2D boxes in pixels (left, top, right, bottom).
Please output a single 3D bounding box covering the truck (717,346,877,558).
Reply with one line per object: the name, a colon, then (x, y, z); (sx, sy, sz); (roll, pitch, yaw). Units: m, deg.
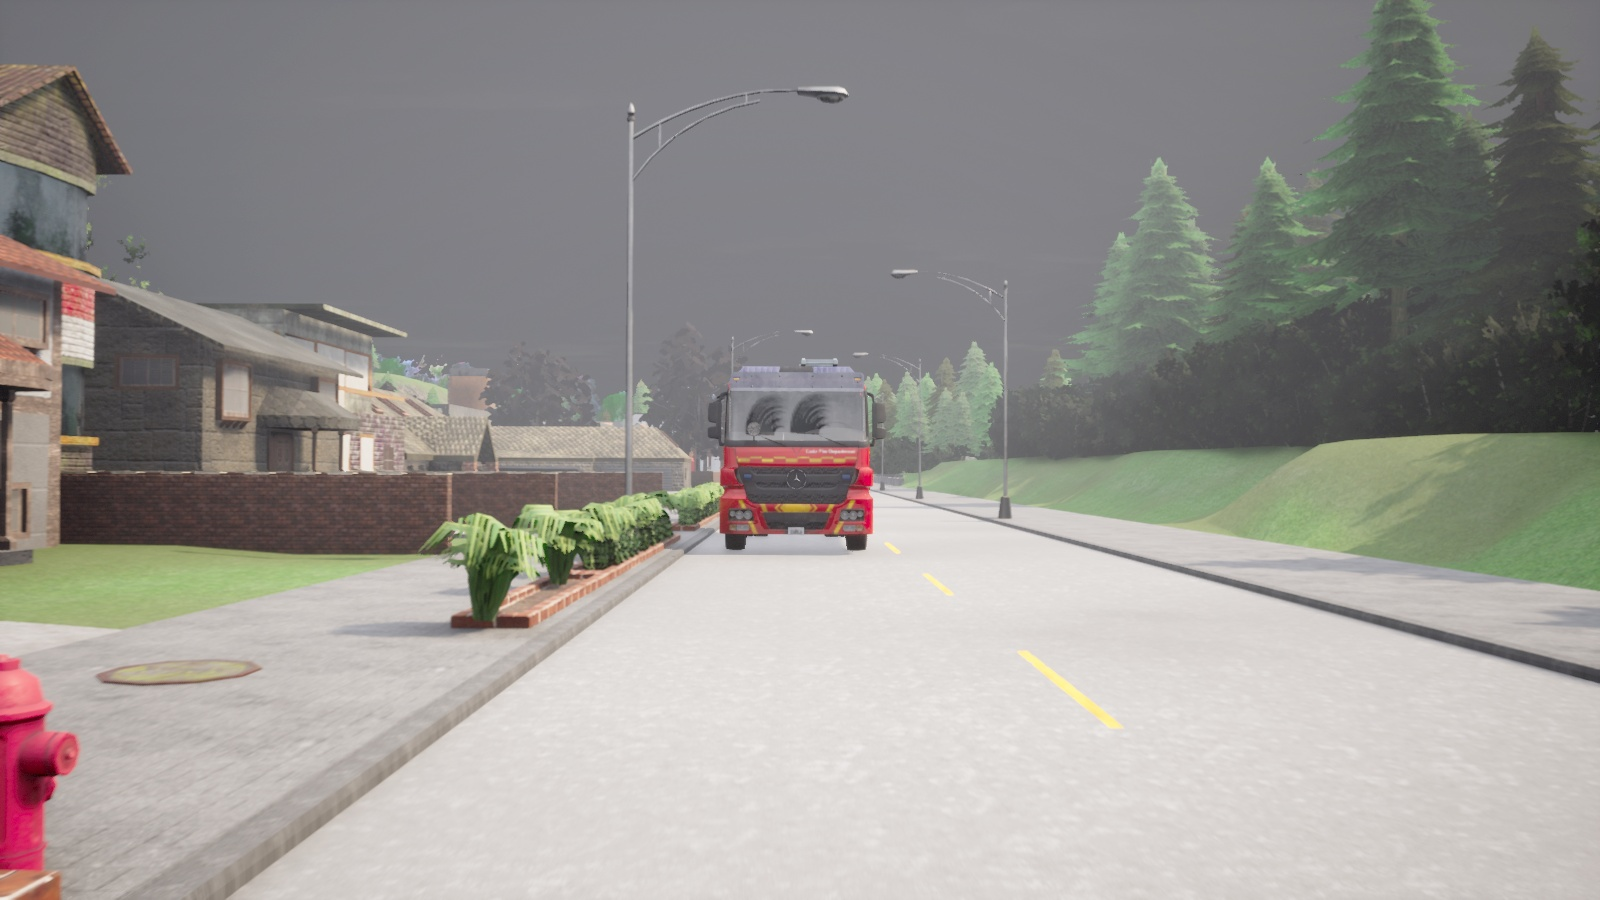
truck: (-0.070, 0.103, 27.049); (2.891, 3.827, 8.468); (0, -1, 0)
